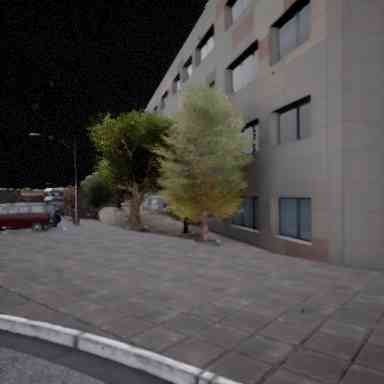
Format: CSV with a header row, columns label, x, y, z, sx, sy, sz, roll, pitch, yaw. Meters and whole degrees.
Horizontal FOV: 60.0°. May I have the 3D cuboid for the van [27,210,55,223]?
label,x,y,z,sx,sy,sz,roll,pitch,yaw
van,-26.262,4.277,58.023,4.442,1.987,1.878,0,-4,-22

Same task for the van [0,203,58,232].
label,x,y,z,sx,sy,sz,roll,pitch,yaw
van,-11.427,1.728,21.951,4.442,1.987,1.878,0,-3,-22
